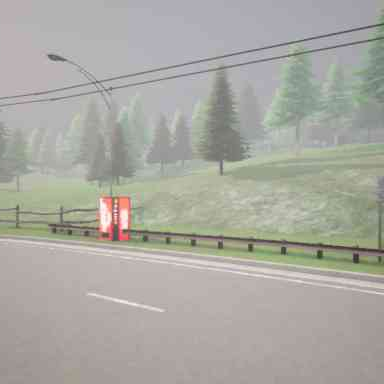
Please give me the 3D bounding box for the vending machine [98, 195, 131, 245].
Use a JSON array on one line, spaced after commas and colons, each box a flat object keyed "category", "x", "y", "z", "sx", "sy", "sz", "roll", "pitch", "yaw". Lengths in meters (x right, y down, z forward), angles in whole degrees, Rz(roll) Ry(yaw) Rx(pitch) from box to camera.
[{"category": "vending machine", "x": -3.417, "y": 1.195, "z": 14.712, "sx": 0.880, "sy": 2.100, "sz": 1.100, "roll": 0, "pitch": 0, "yaw": 29}]
